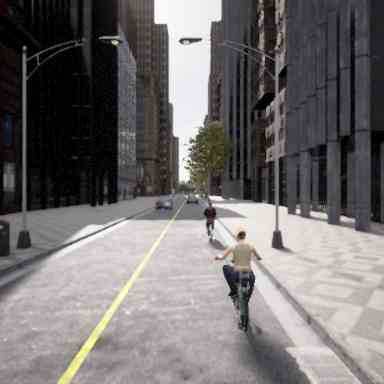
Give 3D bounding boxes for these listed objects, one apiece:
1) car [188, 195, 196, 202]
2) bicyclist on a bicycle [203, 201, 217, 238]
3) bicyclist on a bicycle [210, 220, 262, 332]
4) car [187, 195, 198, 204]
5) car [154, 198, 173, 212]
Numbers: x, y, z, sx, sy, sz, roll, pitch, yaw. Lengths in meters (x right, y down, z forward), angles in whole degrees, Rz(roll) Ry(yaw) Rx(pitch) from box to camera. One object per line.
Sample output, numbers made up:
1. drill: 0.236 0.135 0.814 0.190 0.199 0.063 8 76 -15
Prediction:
1. car: -0.011 1.374 76.467 1.837 1.490 4.892 0 0 0
2. bicyclist on a bicycle: 0.825 1.308 15.129 0.659 1.776 1.843 0 0 0
3. bicyclist on a bicycle: 0.833 1.409 5.773 0.866 1.612 1.509 0 0 0
4. car: 0.090 1.430 60.206 1.994 1.385 4.181 0 0 0
5. car: -3.101 1.436 37.914 2.033 1.411 5.357 0 0 0
